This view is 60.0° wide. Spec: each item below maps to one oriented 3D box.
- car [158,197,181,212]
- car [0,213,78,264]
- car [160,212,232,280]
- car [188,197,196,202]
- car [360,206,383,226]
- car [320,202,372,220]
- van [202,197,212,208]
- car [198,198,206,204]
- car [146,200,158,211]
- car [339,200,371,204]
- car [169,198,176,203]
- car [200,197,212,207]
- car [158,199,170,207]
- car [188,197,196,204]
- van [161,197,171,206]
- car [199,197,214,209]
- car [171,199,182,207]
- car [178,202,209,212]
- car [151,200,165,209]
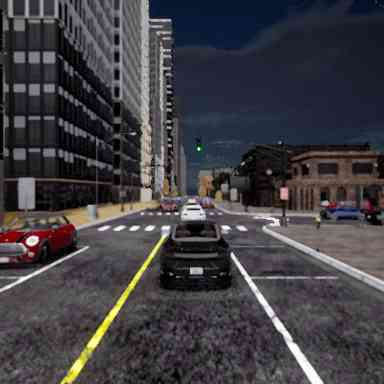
[{"bbox_3d":[-3.081,1.784,46.165,2.097,1.767,4.553,0,-1,0],"label":"car"},{"bbox_3d":[-5.700,1.553,12.064,1.967,1.590,4.097,-1,-1,0],"label":"car"},{"bbox_3d":[0.104,1.602,10.221,1.837,1.490,4.892,0,0,0],"label":"car"},{"bbox_3d":[0.023,2.244,76.905,1.812,1.442,4.674,0,-1,0],"label":"car"},{"bbox_3d":[16.426,2.054,26.925,4.313,1.339,1.947,1,0,1],"label":"car"},{"bbox_3d":[14.826,2.001,32.741,4.181,1.385,1.994,1,0,1],"label":"car"},{"bbox_3d":[2.693,1.915,61.242,1.690,1.788,3.998,-1,-1,0],"label":"van"},{"bbox_3d":[2.705,2.391,89.458,2.008,1.369,4.403,-1,-1,0],"label":"car"},{"bbox_3d":[-5.825,1.991,49.839,1.752,1.417,4.829,-1,-1,0],"label":"car"},{"bbox_3d":[16.537,1.753,35.305,5.009,1.841,2.192,1,0,1],"label":"car"},{"bbox_3d":[-5.641,2.418,94.990,1.752,1.417,4.829,-1,-1,0],"label":"car"},{"bbox_3d":[2.695,1.942,66.885,2.192,1.841,5.009,-1,-1,0],"label":"car"},{"bbox_3d":[-5.648,2.193,66.941,1.947,1.339,4.313,-1,-1,0],"label":"car"},{"bbox_3d":[0.026,2.092,86.911,2.097,1.767,4.553,0,-1,0],"label":"car"},{"bbox_3d":[-5.650,2.021,72.586,1.690,1.788,3.998,-1,-1,0],"label":"van"},{"bbox_3d":[2.693,1.961,55.597,1.967,1.590,4.097,-1,-1,0],"label":"car"},{"bbox_3d":[-2.980,2.096,66.001,1.882,1.535,5.008,0,-1,0],"label":"car"},{"bbox_3d":[0.106,1.768,25.928,1.812,1.442,4.674,0,0,0],"label":"car"},{"bbox_3d":[-5.652,2.087,55.652,1.947,1.339,4.313,-1,-1,0],"label":"car"}]
